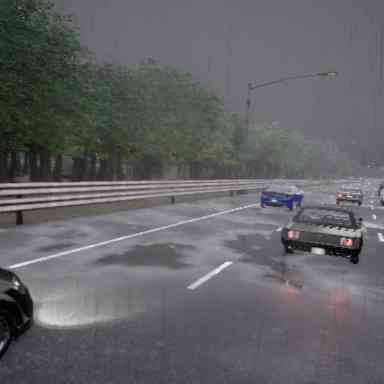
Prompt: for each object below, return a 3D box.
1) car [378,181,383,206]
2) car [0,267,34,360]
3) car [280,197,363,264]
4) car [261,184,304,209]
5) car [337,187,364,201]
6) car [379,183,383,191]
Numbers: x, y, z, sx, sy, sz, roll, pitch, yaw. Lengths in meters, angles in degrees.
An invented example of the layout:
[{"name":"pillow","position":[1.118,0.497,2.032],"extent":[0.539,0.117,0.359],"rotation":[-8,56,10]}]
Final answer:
[{"name":"car","position":[17.535,0.168,28.571],"extent":[2.150,2.045,5.566],"rotation":[6,5,28]},{"name":"car","position":[-3.492,1.131,2.633],"extent":[1.994,1.385,4.181],"rotation":[5,5,26]},{"name":"car","position":[4.099,1.068,10.077],"extent":[1.895,1.301,4.718],"rotation":[5,5,26]},{"name":"car","position":[5.826,0.254,21.098],"extent":[1.882,1.535,5.008],"rotation":[5,5,27]},{"name":"car","position":[13.207,0.296,27.728],"extent":[2.033,1.411,5.357],"rotation":[6,5,28]},{"name":"car","position":[37.841,-0.924,64.910],"extent":[2.033,1.411,5.357],"rotation":[6,5,30]}]
